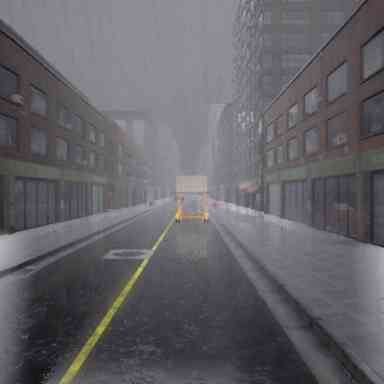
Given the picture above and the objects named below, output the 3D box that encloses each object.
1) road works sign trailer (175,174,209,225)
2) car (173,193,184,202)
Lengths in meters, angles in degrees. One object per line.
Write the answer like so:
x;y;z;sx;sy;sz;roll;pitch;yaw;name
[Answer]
0.001;0.463;24.191;2.380;3.560;2.880;0;0;0;road works sign trailer
-2.999;1.165;75.899;2.150;2.045;5.566;0;0;0;car
